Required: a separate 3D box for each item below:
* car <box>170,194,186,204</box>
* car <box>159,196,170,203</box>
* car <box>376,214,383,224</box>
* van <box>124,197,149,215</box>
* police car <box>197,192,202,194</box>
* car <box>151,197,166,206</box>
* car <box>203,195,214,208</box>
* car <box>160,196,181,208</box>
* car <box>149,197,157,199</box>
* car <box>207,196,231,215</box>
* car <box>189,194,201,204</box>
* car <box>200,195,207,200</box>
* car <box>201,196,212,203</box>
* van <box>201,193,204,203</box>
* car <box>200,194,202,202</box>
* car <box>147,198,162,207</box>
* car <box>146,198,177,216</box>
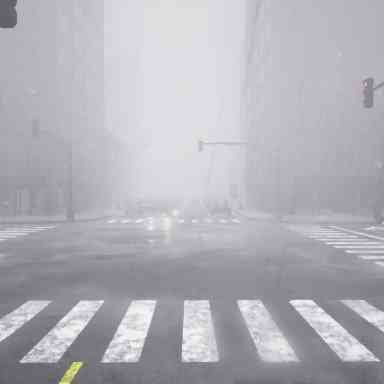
[{"bbox_3d":[-2.761,1.549,62.634,2.033,1.411,5.357,0,0,1],"label":"car"},{"bbox_3d":[-5.546,1.566,67.463,1.947,1.339,4.313,0,0,0],"label":"car"},{"bbox_3d":[14.590,1.563,20.752,5.357,1.411,2.033,0,0,0],"label":"car"},{"bbox_3d":[-5.706,1.343,33.453,1.690,1.788,3.998,0,0,0],"label":"van"},{"bbox_3d":[2.735,1.421,79.522,1.930,1.638,5.238,0,0,0],"label":"police car"},{"bbox_3d":[-5.600,1.569,56.127,1.947,1.339,4.313,0,0,0],"label":"car"},{"bbox_3d":[2.873,1.443,44.754,1.967,1.590,4.097,0,0,0],"label":"car"},{"bbox_3d":[-2.896,1.604,43.980,1.895,1.301,4.718,0,0,1],"label":"car"},{"bbox_3d":[-5.680,1.443,39.122,1.967,1.590,4.097,0,0,0],"label":"car"},{"bbox_3d":[2.820,1.442,33.416,1.967,1.590,4.097,0,0,0],"label":"car"},{"bbox_3d":[0.296,1.527,63.821,1.812,1.442,4.674,0,0,0],"label":"car"},{"bbox_3d":[3.086,1.558,90.108,1.947,1.339,4.313,0,0,0],"label":"car"},{"bbox_3d":[2.979,1.551,67.431,2.008,1.369,4.403,0,0,0],"label":"car"},{"bbox_3d":[2.926,1.344,56.092,1.690,1.788,3.998,0,0,0],"label":"van"},{"bbox_3d":[2.953,1.527,61.931,1.752,1.417,4.829,0,0,0],"label":"car"},{"bbox_3d":[-5.626,1.585,50.458,1.802,1.307,4.206,0,0,0],"label":"car"},{"bbox_3d":[-2.948,1.603,33.228,1.895,1.301,4.718,0,0,3],"label":"car"}]
